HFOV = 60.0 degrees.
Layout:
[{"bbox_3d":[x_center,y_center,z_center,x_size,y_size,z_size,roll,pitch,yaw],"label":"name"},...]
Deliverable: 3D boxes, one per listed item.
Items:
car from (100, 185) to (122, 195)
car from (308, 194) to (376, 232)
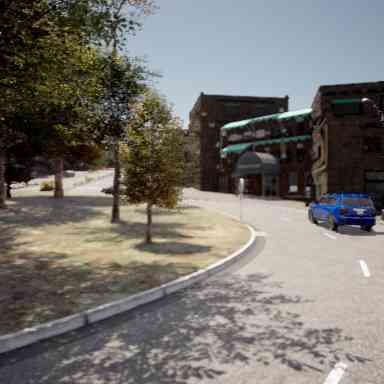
[{"bbox_3d":[-9.428,-0.185,43.125,5.357,1.411,2.033,3,1,31],"label":"car"},{"bbox_3d":[8.875,1.155,20.105,2.150,2.045,5.566,2,1,2],"label":"car"}]
